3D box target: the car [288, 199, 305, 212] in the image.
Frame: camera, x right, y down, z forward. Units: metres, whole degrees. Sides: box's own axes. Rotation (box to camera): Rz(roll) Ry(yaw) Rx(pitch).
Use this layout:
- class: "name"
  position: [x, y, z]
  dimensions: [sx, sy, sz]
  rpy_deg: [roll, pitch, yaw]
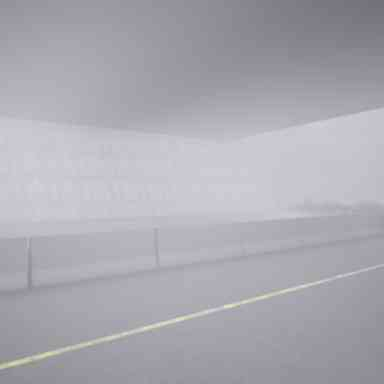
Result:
- class: "car"
  position: [13.366, 1.504, 39.273]
  dimensions: [4.674, 1.442, 1.812]
  rpy_deg: [0, 0, -35]

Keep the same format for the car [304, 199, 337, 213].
- class: "car"
  position: [14.659, 1.580, 35.902]
  dimensions: [4.718, 1.301, 1.895]
  rpy_deg: [0, 0, -35]

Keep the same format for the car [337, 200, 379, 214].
- class: "car"
  position: [17.310, 1.526, 33.495]
  dimensions: [5.357, 1.411, 2.033]
  rpy_deg: [0, 0, -35]

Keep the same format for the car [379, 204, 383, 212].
- class: "car"
  position: [19.641, 1.504, 30.854]
  dimensions: [4.674, 1.442, 1.812]
  rpy_deg: [0, 0, -35]
